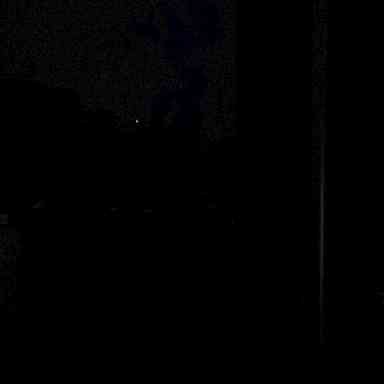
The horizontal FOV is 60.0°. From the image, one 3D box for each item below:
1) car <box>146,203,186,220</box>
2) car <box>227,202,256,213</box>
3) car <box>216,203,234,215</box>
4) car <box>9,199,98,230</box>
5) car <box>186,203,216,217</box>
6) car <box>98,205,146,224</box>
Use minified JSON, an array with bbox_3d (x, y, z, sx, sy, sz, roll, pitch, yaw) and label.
[{"bbox_3d":[-2.911,1.735,30.331,1.752,1.417,4.829,0,-1,35],"label":"car"},{"bbox_3d":[6.583,1.993,43.676,2.008,1.369,4.403,0,-1,35],"label":"car"},{"bbox_3d":[3.451,1.932,39.274,1.947,1.339,4.313,0,-1,35],"label":"car"},{"bbox_3d":[-9.074,1.374,21.668,2.192,1.841,5.009,0,-1,35],"label":"car"},{"bbox_3d":[0.319,1.855,34.872,1.947,1.339,4.313,0,-1,35],"label":"car"},{"bbox_3d":[-5.944,1.717,26.066,1.802,1.307,4.206,0,-1,35],"label":"car"}]
